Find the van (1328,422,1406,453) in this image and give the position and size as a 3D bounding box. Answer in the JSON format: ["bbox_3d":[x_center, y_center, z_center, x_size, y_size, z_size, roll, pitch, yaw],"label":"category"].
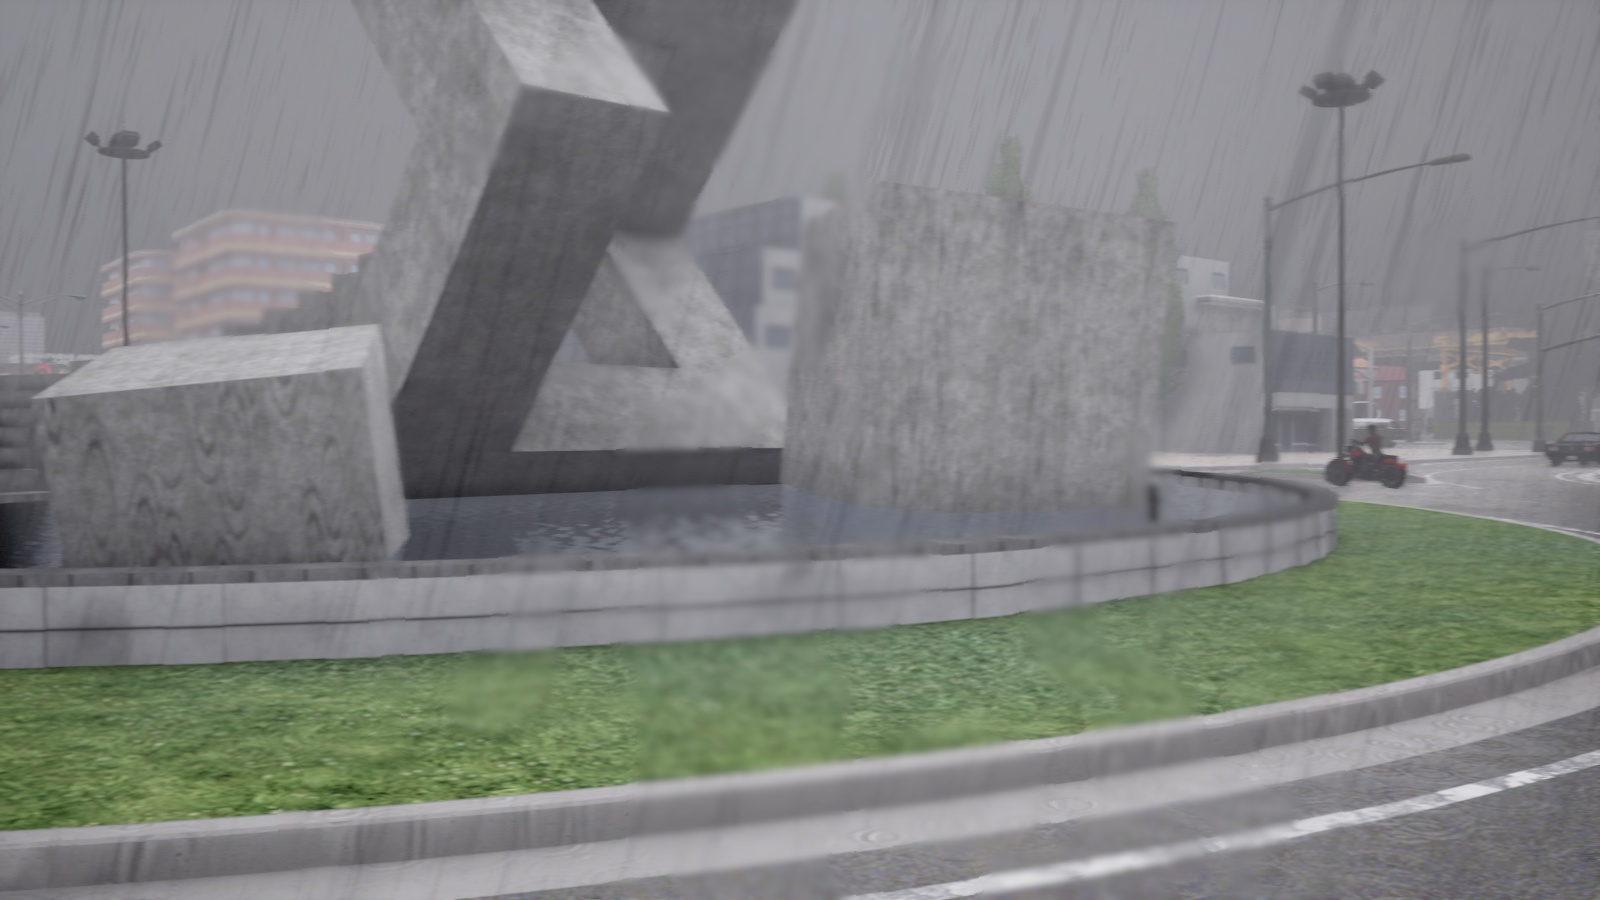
[{"bbox_3d":[39.161,-0.878,86.797,2.069,2.038,4.480,-1,2,-41],"label":"van"}]

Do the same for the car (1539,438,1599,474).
[{"bbox_3d":[30.211,0.191,48.034,4.718,1.301,1.895,-1,1,-40],"label":"car"}]

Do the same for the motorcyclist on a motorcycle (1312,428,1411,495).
[{"bbox_3d":[14.264,0.268,31.966,0.766,1.649,2.350,-1,1,-26],"label":"motorcyclist on a motorcycle"}]
